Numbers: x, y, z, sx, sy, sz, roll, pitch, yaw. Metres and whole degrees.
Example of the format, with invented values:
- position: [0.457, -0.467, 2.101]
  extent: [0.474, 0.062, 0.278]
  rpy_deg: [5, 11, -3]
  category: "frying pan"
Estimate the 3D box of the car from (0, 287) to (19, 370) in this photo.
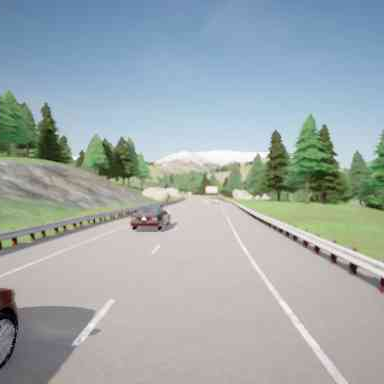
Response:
- position: [-3.334, 1.476, 2.596]
  extent: [1.882, 1.535, 5.008]
  rpy_deg: [0, 0, 1]
  category: "car"

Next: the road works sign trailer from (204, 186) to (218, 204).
- position: [3.920, 0.564, 66.539]
  extent: [2.380, 3.560, 2.880]
  rpy_deg: [0, 0, 3]
  category: "road works sign trailer"

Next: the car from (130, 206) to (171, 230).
- position: [-2.556, 1.573, 21.368]
  extent: [2.033, 1.411, 5.357]
  rpy_deg: [0, 0, 4]
  category: "car"
